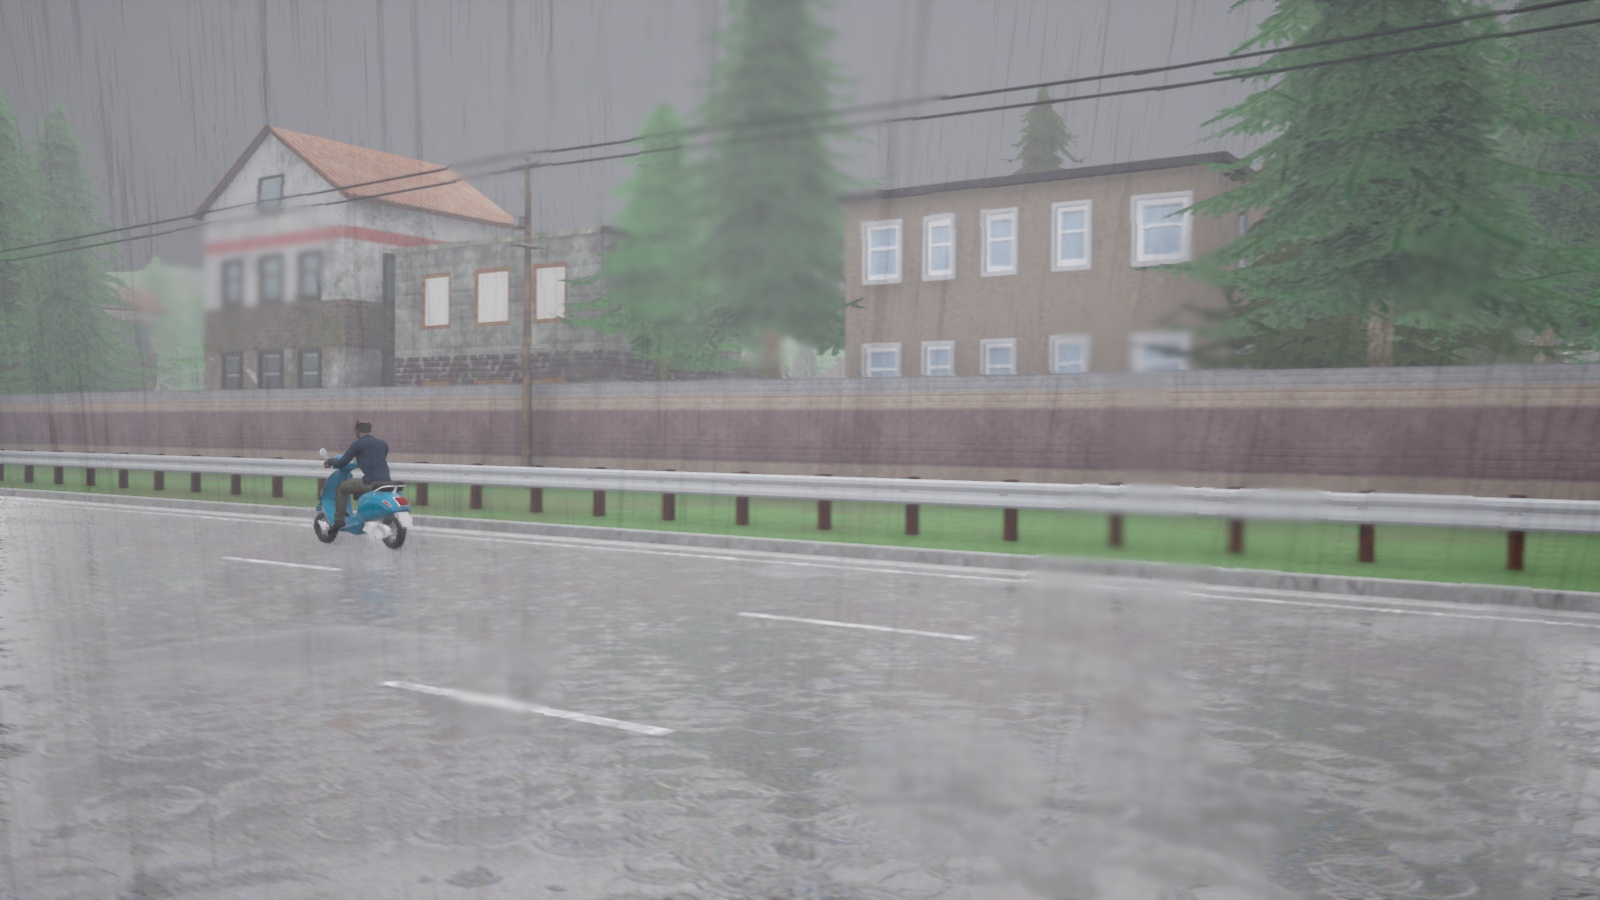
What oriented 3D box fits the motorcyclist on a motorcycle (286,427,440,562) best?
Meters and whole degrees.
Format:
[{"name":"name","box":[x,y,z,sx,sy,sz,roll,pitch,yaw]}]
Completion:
[{"name":"motorcyclist on a motorcycle","box":[-5.452,0.521,15.648,1.817,1.590,0.866,0,1,34]}]
